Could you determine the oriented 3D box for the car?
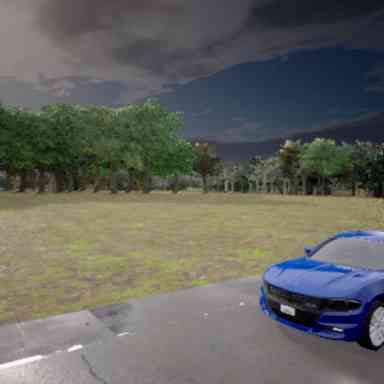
[{"bbox_3d":[3.479,1.528,6.476,5.008,1.535,1.882,1,0,-36],"label":"car"}]
